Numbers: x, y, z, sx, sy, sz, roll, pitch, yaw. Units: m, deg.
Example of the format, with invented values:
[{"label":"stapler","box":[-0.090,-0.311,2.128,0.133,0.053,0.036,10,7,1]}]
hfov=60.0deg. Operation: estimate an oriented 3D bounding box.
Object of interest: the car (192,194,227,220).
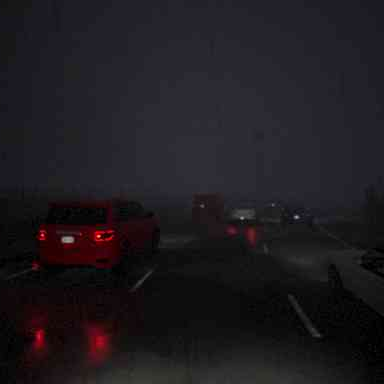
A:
[{"label":"car","box":[1.678,1.225,28.920,2.150,2.045,5.566,0,0,19]}]

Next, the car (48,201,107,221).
[{"label":"car","box":[-9.612,1.517,28.591,2.033,1.411,5.357,0,0,17]}]

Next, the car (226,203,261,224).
[{"label":"car","box":[4.032,1.537,24.682,1.812,1.442,4.674,0,0,16]}]

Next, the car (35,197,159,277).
[{"label":"car","box":[-2.581,1.213,10.463,2.150,2.045,5.566,0,0,7]}]

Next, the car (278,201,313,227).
[{"label":"car","box":[7.164,1.584,22.925,1.994,1.385,4.181,0,0,16]}]

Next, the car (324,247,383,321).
[{"label":"car","box":[3.961,1.613,5.902,1.895,1.301,4.718,0,0,4]}]

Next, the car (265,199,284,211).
[{"label":"car","box":[10.369,1.572,40.381,2.033,1.411,5.357,1,0,27]}]

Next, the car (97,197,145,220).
[{"label":"car","box":[-5.949,1.332,28.497,2.097,1.767,4.553,0,0,18]}]

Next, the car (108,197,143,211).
[{"label":"car","box":[-8.330,1.450,42.160,1.882,1.535,5.008,0,0,24]}]
